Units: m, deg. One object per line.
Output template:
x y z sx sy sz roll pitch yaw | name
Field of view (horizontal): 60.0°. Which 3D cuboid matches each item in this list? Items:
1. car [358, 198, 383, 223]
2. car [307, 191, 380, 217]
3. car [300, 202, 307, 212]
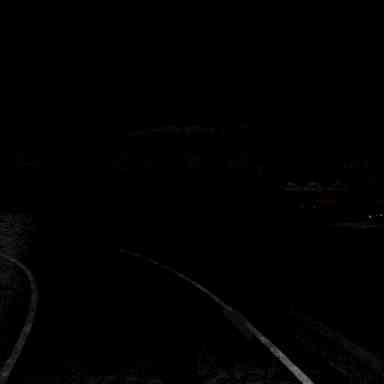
13.376 1.266 20.688 4.892 1.490 1.837 -1 0 -4 | car
12.909 0.955 27.672 5.566 2.045 2.150 0 0 -4 | car
12.636 1.208 31.161 4.902 1.511 2.128 -1 0 -4 | car
